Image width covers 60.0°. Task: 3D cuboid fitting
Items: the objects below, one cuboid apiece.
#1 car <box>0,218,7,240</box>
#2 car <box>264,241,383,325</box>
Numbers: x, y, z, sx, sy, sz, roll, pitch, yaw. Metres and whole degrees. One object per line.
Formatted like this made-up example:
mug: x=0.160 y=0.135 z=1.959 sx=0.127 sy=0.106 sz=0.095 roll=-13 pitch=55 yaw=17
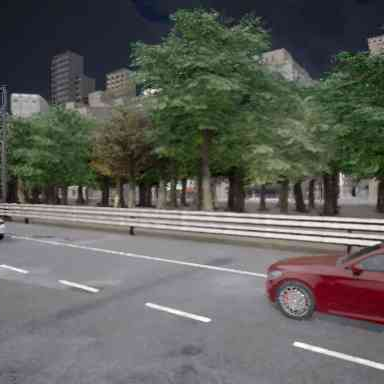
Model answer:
car: x=-10.516 y=1.529 z=15.690 sx=4.674 sy=1.442 sz=1.812 roll=0 pitch=0 yaw=36
car: x=3.564 y=1.527 z=5.625 sx=4.674 sy=1.442 sz=1.812 roll=0 pitch=0 yaw=36
